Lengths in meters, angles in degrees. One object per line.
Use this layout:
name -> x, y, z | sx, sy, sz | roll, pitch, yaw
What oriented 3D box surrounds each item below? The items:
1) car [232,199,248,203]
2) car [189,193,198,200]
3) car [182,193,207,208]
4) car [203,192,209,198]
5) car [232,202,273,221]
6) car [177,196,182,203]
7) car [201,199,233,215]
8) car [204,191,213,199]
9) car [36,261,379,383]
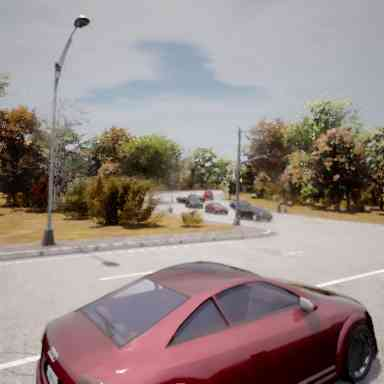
car -> 7.629, 1.947, 53.269 | 2.097, 1.767, 4.553 | 2, 2, -15
car -> 0.337, 0.972, 76.143 | 1.994, 1.385, 4.181 | 2, 2, -1
car -> 0.342, 1.611, 52.833 | 2.097, 1.767, 4.553 | 2, 2, -14
car -> 1.506, 1.324, 66.156 | 1.882, 1.535, 5.008 | 2, 2, -8
car -> 6.476, 2.178, 34.601 | 1.837, 1.490, 4.892 | 3, -1, -23
car -> -1.710, 1.435, 62.677 | 1.895, 1.301, 4.718 | 2, 2, -9
car -> 3.146, 2.077, 43.266 | 1.812, 1.442, 4.674 | 2, 0, -19
car -> 3.772, 0.694, 78.137 | 2.150, 2.045, 5.566 | 2, 2, -1
car -> 0.423, 1.584, 4.051 | 4.181, 1.385, 1.994 | 1, 0, -35
